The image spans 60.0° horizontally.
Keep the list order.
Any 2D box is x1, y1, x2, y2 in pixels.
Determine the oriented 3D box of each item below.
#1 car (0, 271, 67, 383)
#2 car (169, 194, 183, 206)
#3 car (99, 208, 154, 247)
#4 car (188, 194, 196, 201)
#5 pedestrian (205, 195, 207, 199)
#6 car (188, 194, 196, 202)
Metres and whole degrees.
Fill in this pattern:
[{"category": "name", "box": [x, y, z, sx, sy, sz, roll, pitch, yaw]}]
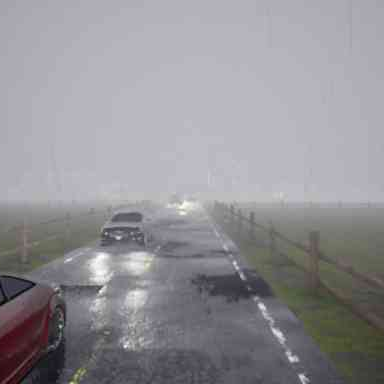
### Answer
[{"category": "car", "box": [-2.853, 1.573, 3.296, 1.994, 1.385, 4.181, 0, 0, 0]}, {"category": "car", "box": [-2.792, 1.360, 59.351, 2.150, 2.045, 5.566, 0, 0, 1]}, {"category": "car", "box": [-2.840, 1.546, 15.330, 1.837, 1.490, 4.892, 0, 0, 0]}, {"category": "car", "box": [-0.009, 1.380, 89.096, 2.097, 1.767, 4.553, 0, 0, 0]}, {"category": "pedestrian", "box": [2.817, 1.465, 67.929, 0.375, 1.860, 0.375, 0, 0, 4]}, {"category": "car", "box": [-0.008, 1.535, 74.294, 2.033, 1.411, 5.357, 0, 0, 0]}]
